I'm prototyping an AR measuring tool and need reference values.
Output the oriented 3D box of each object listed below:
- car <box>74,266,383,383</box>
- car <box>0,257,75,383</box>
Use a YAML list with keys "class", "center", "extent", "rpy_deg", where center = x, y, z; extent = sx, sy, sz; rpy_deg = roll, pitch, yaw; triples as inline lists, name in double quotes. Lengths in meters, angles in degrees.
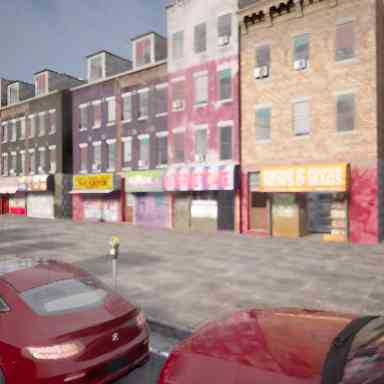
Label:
- class: "car"
  center: [1.995, 1.316, 1.397]
  extent: [5.009, 1.841, 2.192]
  rpy_deg: [0, 0, 36]
- class: "car"
  center: [-2.433, 1.578, 4.553]
  extent: [4.206, 1.307, 1.802]
  rpy_deg: [0, 0, 36]
